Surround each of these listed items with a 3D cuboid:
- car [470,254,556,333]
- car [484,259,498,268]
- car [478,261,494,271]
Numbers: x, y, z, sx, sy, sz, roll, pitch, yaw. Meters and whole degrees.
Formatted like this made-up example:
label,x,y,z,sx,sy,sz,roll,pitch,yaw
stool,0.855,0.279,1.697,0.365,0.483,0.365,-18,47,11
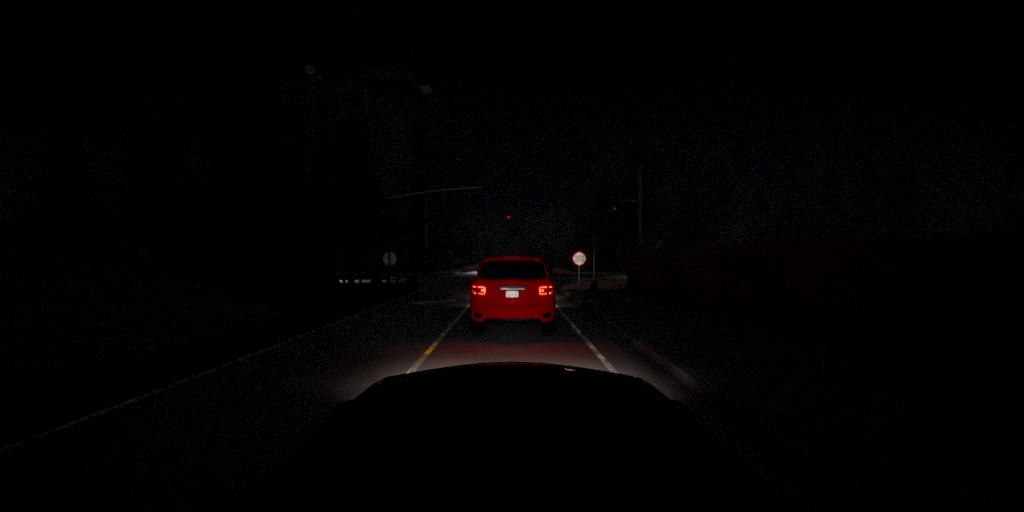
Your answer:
label,x,y,z,sx,sy,sz,roll,pitch,yaw
car,0.055,0.971,10.914,2.150,2.045,5.566,0,0,1
car,-3.491,1.291,60.722,2.033,1.411,5.357,0,0,0
car,-3.529,1.346,50.086,1.895,1.301,4.718,0,0,0
